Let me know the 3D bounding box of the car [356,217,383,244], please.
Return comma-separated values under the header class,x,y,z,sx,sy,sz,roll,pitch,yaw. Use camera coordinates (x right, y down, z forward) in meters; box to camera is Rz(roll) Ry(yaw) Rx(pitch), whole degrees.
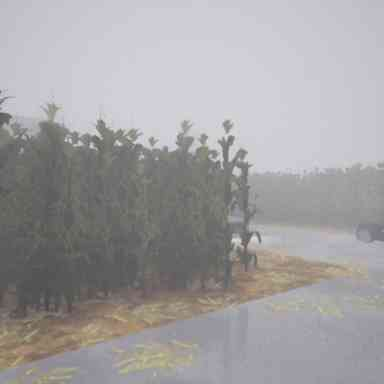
class,x,y,z,sx,sy,sz,roll,pitch,yaw
car,8.624,1.450,12.940,1.882,1.535,5.008,2,-1,-11
